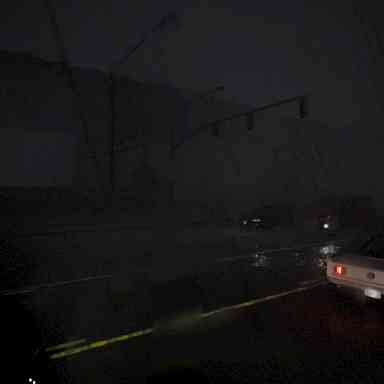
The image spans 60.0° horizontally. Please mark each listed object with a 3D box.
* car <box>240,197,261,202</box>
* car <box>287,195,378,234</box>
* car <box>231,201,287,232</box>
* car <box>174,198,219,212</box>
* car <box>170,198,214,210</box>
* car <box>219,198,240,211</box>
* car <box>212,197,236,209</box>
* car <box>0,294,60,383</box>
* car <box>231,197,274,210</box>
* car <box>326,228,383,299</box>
[{"bbox_3d":[7.710,1.295,42.856,4.536,1.218,1.853,0,0,-7],"label":"car"},{"bbox_3d":[8.017,1.221,18.311,5.566,2.045,2.150,0,0,-36],"label":"car"},{"bbox_3d":[5.009,1.505,20.465,4.892,1.490,1.837,0,0,-36],"label":"car"},{"bbox_3d":[0.107,1.453,36.418,4.974,1.542,2.038,0,0,8],"label":"car"},{"bbox_3d":[0.056,1.295,36.425,4.536,1.218,1.853,0,0,8],"label":"car"},{"bbox_3d":[3.852,1.453,39.103,2.038,1.542,4.974,0,0,18],"label":"car"},{"bbox_3d":[3.868,1.295,39.152,1.853,1.218,4.536,0,0,18],"label":"car"},{"bbox_3d":[-3.463,1.221,1.280,5.566,2.045,2.150,0,0,-35],"label":"car"},{"bbox_3d":[7.762,1.453,42.863,4.974,1.542,2.038,0,0,-7],"label":"car"},{"bbox_3d":[5.180,1.601,7.470,4.718,1.301,1.895,0,0,-35],"label":"car"}]
